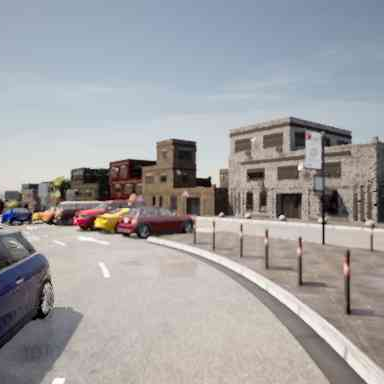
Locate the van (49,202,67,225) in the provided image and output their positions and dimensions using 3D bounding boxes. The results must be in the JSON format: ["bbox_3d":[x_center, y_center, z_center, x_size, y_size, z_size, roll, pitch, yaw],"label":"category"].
[{"bbox_3d":[-9.633,1.842,28.867,4.442,1.987,1.878,0,-2,-39],"label":"van"}]

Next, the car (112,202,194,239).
[{"bbox_3d":[-1.934,1.622,19.474,4.553,1.767,2.185,0,-2,-39],"label":"car"}]

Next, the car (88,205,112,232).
[{"bbox_3d":[-3.824,1.818,21.845,5.008,1.535,2.097,0,-2,-39],"label":"car"}]

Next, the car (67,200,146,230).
[{"bbox_3d":[-5.683,1.636,24.101,5.566,2.045,2.435,0,-2,-39],"label":"car"}]

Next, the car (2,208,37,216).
[{"bbox_3d":[-16.762,2.283,31.808,1.882,1.535,5.008,0,-2,-39],"label":"car"}]

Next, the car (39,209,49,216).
[{"bbox_3d":[-11.467,2.041,31.284,4.553,1.767,2.185,0,-2,-39],"label":"car"}]

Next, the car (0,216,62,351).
[{"bbox_3d":[-3.526,1.395,4.382,2.097,1.767,4.553,0,-1,-5],"label":"car"}]
